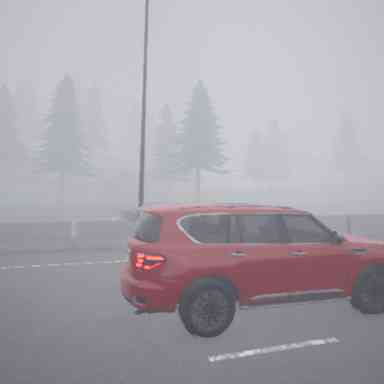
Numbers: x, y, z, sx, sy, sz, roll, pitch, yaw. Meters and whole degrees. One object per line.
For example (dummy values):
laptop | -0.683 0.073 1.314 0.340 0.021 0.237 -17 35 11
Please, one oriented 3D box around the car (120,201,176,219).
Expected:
car | -4.055 1.655 30.797 4.892 1.490 1.837 0 0 -17

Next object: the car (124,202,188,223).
car | -3.011 1.626 27.456 4.902 1.511 2.128 0 0 -17

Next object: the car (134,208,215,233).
car | -1.090 1.705 20.721 4.718 1.301 1.895 0 0 -17

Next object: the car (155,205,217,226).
car | -0.475 1.685 24.585 4.181 1.385 1.994 0 0 -17

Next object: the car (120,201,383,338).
car | 1.418 1.259 6.623 5.566 2.045 2.150 0 0 -18
